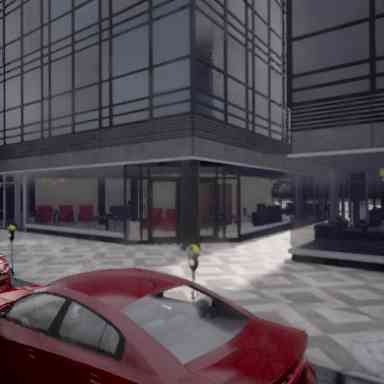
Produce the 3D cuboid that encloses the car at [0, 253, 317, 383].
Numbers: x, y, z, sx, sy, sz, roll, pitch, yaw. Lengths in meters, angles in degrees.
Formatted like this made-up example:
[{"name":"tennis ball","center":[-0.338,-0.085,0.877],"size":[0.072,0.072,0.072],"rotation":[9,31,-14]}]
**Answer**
[{"name":"car","center":[-1.020,1.550,3.692],"size":[4.507,1.381,1.887],"rotation":[0,0,35]}]
